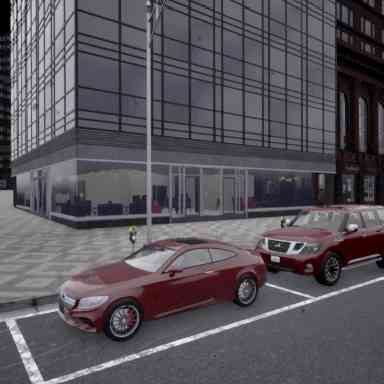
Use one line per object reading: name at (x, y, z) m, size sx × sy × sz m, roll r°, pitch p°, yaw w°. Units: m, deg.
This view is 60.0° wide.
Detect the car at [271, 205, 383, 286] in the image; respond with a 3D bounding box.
car at (4.074, 1.315, 9.578) m, size 5.009 × 1.841 × 2.192 m, roll 0°, pitch 0°, yaw -36°

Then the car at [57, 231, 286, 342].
car at (-0.338, 1.582, 6.419) m, size 4.206 × 1.307 × 1.802 m, roll 0°, pitch 0°, yaw -36°
